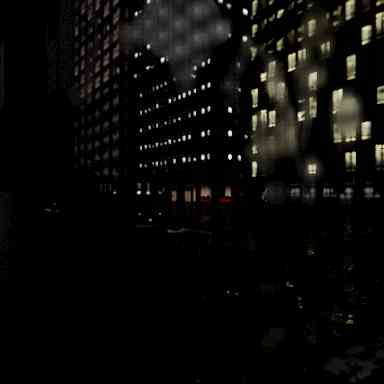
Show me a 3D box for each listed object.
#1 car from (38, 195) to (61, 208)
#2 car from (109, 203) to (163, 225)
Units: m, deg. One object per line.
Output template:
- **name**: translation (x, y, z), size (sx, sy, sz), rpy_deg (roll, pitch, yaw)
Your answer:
- **car**: translation (-17.585, 1.128, 41.061), size (2.128, 1.511, 4.902), rpy_deg (0, 0, -36)
- **car**: translation (-3.903, 1.430, 22.580), size (1.895, 1.301, 4.718), rpy_deg (0, 0, -37)
